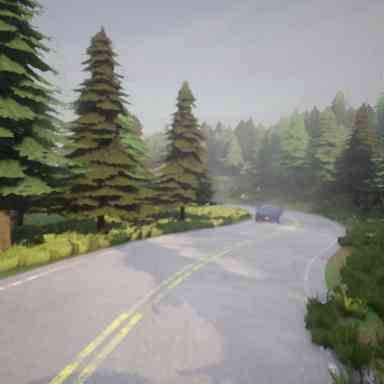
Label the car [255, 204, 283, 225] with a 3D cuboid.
[{"bbox_3d":[6.381,1.715,27.065,1.882,1.535,5.008,4,0,19],"label":"car"}]
